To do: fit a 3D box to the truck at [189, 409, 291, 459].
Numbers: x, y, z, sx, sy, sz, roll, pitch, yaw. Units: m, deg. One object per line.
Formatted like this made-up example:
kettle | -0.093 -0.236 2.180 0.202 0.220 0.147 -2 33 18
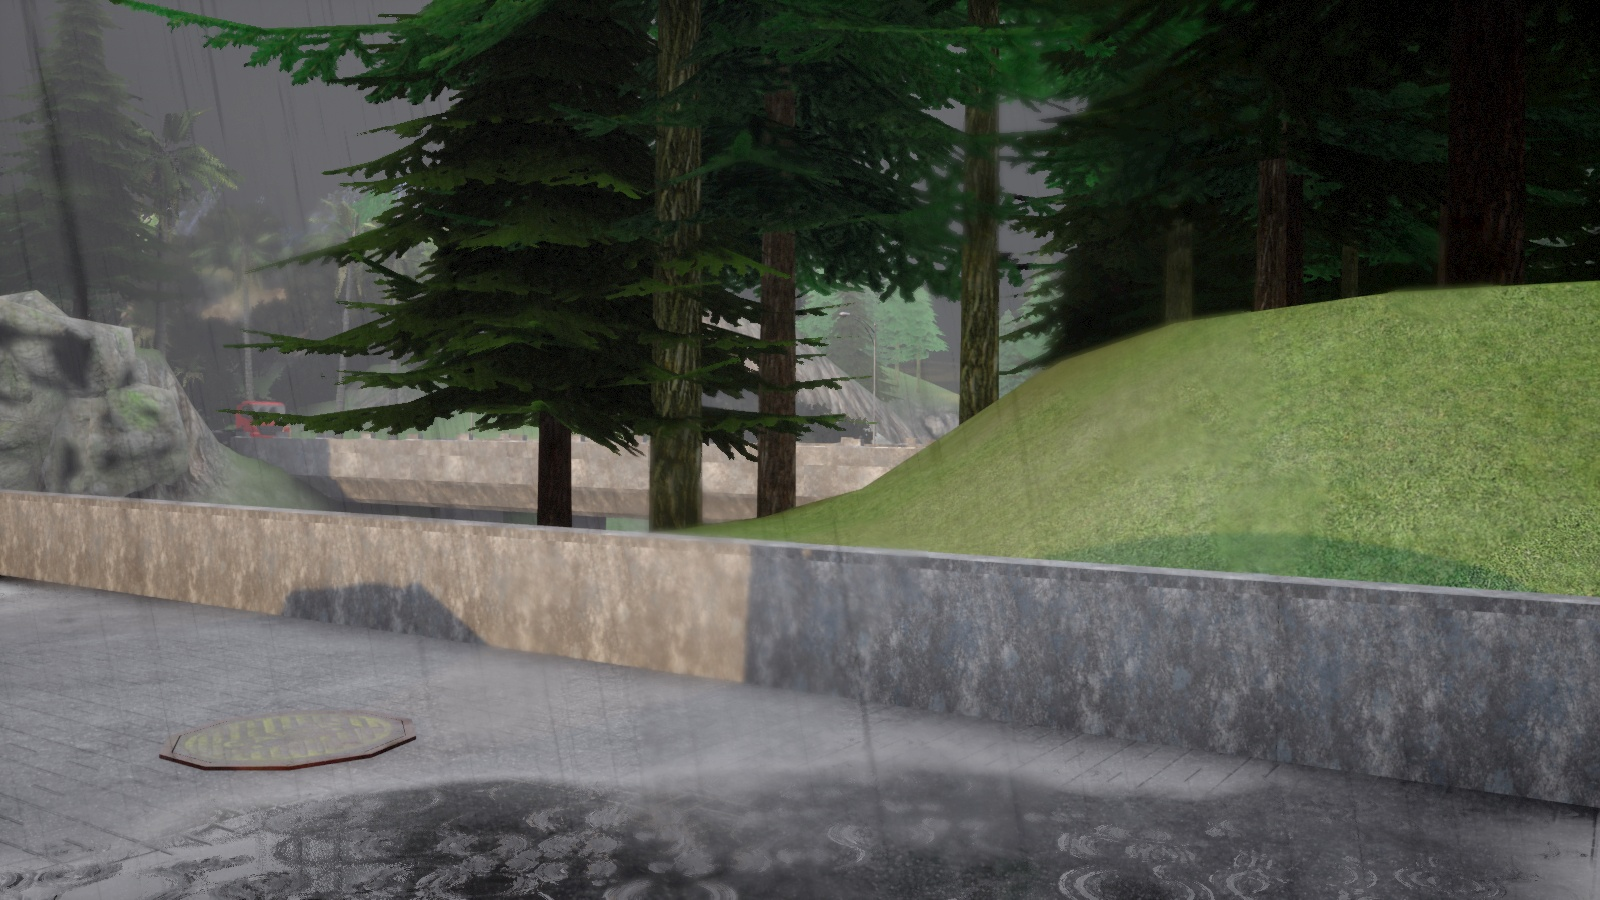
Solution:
truck | -40.349 -1.119 90.374 7.936 3.462 2.891 0 1 34
